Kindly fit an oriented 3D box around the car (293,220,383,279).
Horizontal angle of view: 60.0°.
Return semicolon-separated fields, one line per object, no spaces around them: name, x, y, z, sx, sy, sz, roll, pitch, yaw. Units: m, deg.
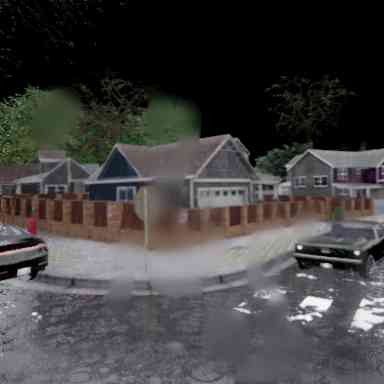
car;4.847;1.563;10.212;1.895;1.301;4.718;-1;0;40

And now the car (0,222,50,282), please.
car;-5.621;1.435;8.020;4.902;1.511;2.128;0;1;28
